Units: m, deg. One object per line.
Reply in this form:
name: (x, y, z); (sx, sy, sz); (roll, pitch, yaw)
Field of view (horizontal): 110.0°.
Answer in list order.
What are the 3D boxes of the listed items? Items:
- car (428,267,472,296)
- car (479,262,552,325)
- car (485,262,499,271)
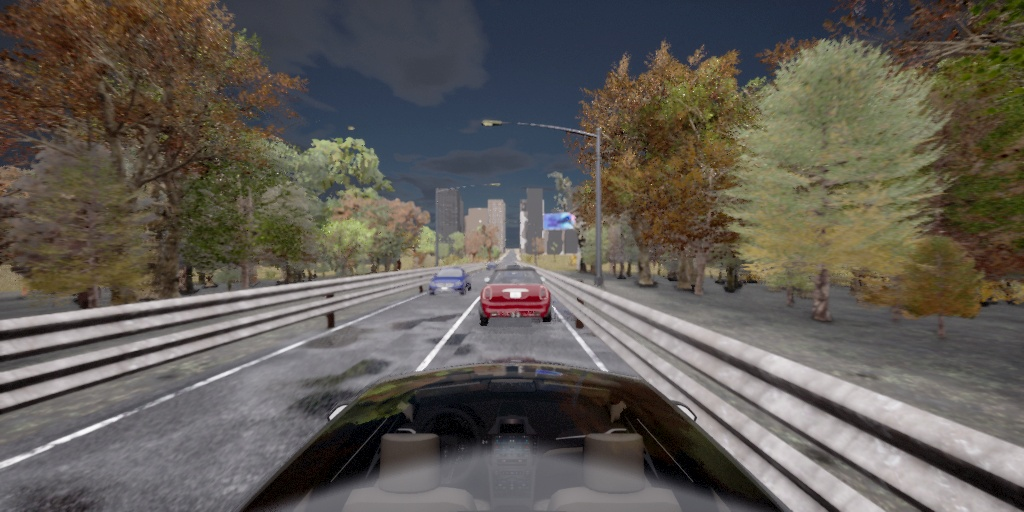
car: (-3.342, 1.367, 20.074); (1.812, 1.442, 4.674); (0, 0, 0)
car: (0.100, 1.129, 12.135); (2.097, 1.767, 4.553); (0, -1, 0)
car: (-3.281, 1.760, 61.214); (2.033, 1.411, 5.357); (0, -1, 1)
